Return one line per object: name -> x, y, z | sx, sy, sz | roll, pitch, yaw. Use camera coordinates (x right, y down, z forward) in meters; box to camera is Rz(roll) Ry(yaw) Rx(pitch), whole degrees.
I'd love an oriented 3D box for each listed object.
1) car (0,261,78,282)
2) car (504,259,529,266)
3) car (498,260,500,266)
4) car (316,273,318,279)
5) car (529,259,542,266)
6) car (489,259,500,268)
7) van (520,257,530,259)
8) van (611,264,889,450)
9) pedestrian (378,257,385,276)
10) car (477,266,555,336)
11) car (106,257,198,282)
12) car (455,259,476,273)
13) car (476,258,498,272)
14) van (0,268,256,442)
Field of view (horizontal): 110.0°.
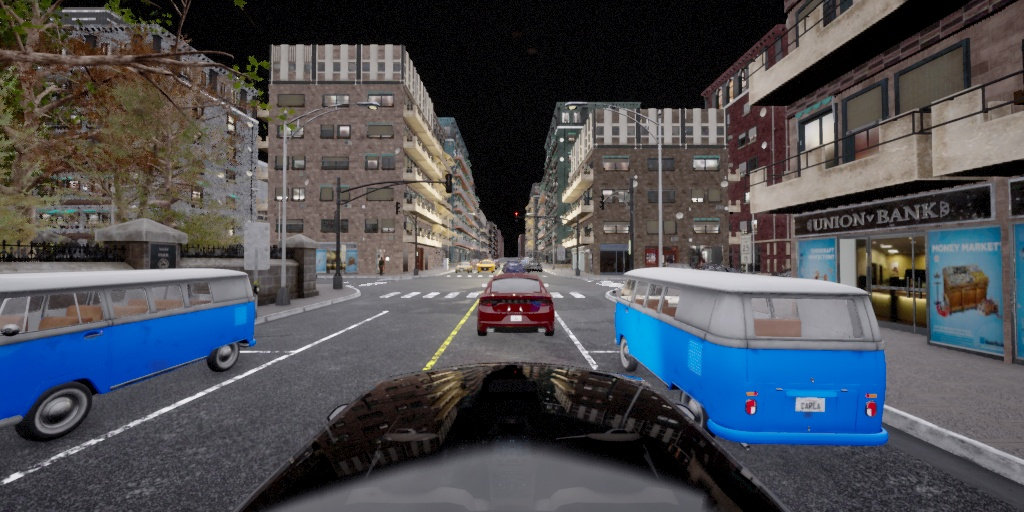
car -> -35.364, 1.094, 25.971 | 5.357, 1.411, 2.033 | 0, -1, 1
car -> 0.194, 1.289, 37.222 | 1.812, 1.442, 4.674 | -1, 0, -8
car -> -3.109, 1.318, 53.653 | 2.033, 1.411, 5.357 | 0, 0, 0
car -> -16.611, 1.139, 25.745 | 4.902, 1.511, 2.128 | 0, -1, 1
car -> 2.681, 1.331, 43.001 | 1.948, 1.339, 4.313 | 0, 0, 0
car -> -3.076, 1.301, 63.792 | 1.812, 1.442, 4.674 | 0, 0, 0
van -> 2.677, 1.114, 59.928 | 1.690, 1.789, 3.998 | 0, 0, 0
van -> 2.658, 1.092, 5.055 | 1.690, 1.789, 3.998 | 0, 0, 0
pedestrian -> -12.547, 0.969, 34.440 | 0.375, 1.860, 0.375 | 0, -1, 1
car -> 0.096, 1.231, 10.416 | 1.882, 1.535, 5.008 | 0, 0, 0
car -> -25.837, 0.950, 25.856 | 4.553, 1.767, 2.097 | 0, -1, 1
car -> -5.699, 1.291, 42.829 | 1.751, 1.417, 4.829 | 0, 0, 0
car -> -3.112, 1.244, 43.692 | 1.882, 1.535, 5.008 | 0, 0, 0
van -> -5.657, 1.092, 5.054 | 1.690, 1.789, 3.998 | 0, 0, 0
